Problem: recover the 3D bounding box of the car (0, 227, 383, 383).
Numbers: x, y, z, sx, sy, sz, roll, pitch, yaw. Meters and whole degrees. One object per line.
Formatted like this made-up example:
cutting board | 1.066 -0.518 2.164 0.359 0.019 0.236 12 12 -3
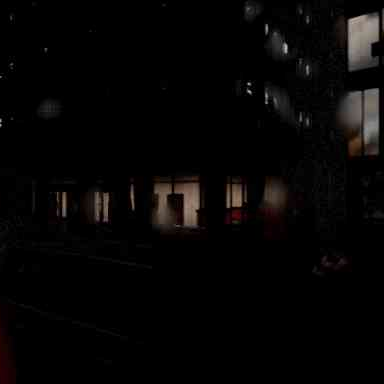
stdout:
car | -0.717 1.299 3.393 5.009 1.841 2.192 0 0 36
